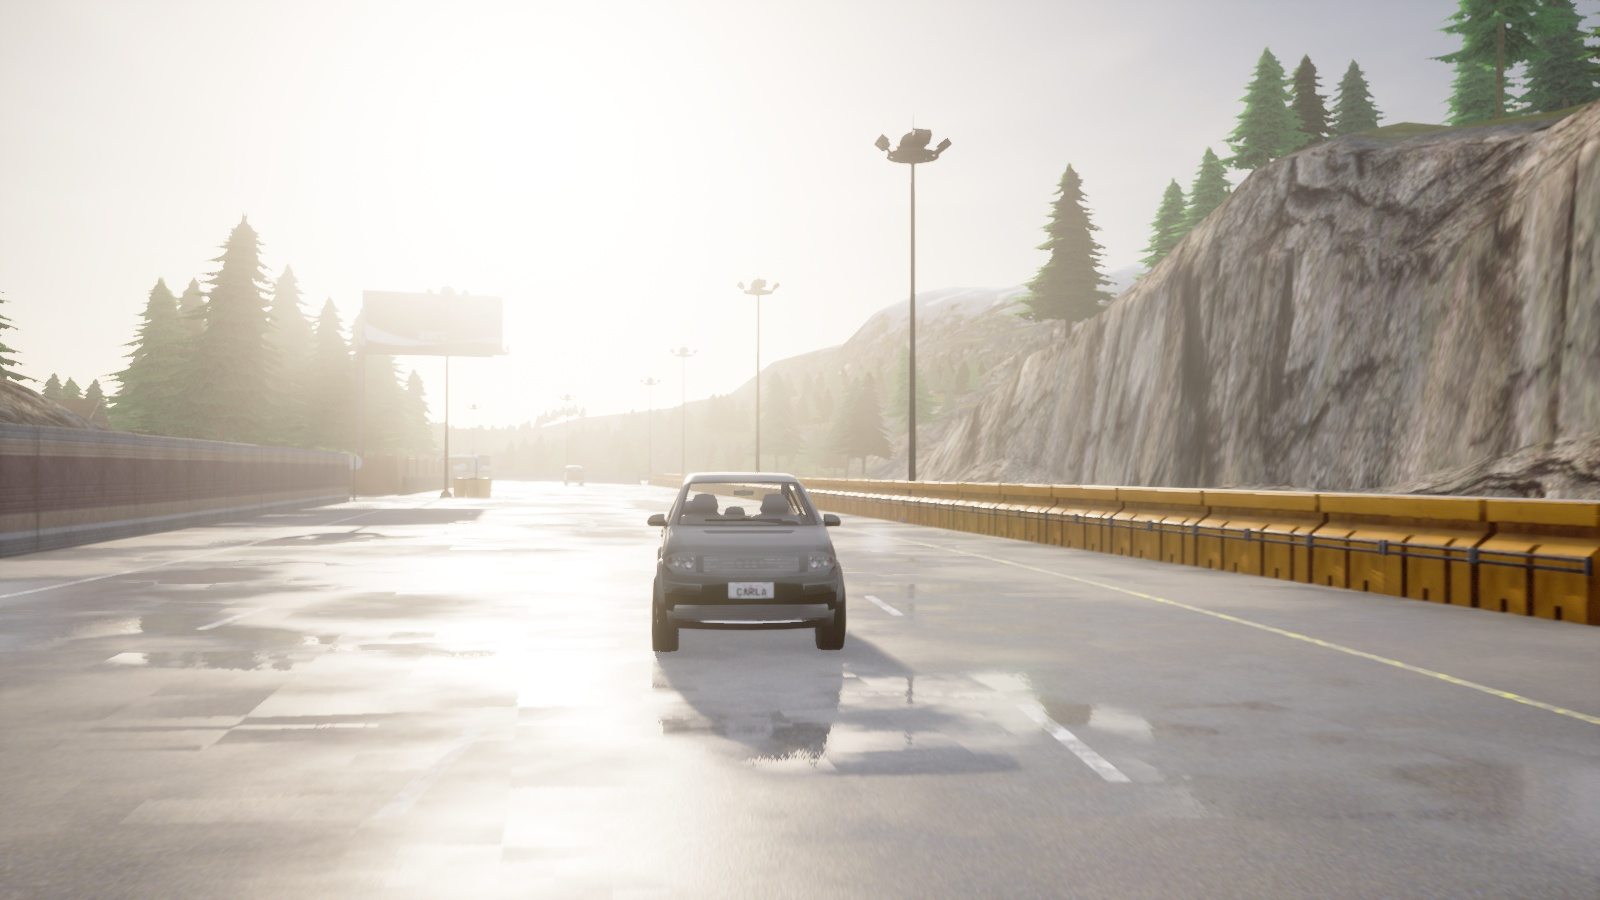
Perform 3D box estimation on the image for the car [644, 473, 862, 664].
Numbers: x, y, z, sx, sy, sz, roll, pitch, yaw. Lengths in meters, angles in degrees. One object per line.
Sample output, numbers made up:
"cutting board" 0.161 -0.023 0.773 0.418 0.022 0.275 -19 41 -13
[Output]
"car" -0.562 0.999 12.149 1.789 1.549 3.705 0 -1 -6
